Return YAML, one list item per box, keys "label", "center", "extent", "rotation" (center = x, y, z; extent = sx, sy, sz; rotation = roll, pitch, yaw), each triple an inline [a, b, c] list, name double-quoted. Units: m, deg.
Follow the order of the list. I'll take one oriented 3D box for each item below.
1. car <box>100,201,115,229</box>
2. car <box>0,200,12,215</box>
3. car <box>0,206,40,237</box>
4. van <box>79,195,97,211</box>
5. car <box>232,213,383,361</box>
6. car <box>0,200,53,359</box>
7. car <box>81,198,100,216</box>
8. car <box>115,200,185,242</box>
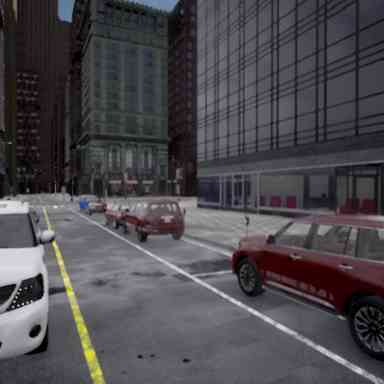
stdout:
- label: "car"
  center: [-4.403, 1.401, 21.453]
  extent: [1.967, 1.590, 4.097]
  rotation: [0, 0, -25]
- label: "car"
  center: [-19.248, 1.499, 33.263]
  extent: [1.947, 1.339, 4.313]
  rotation: [0, 0, -25]
- label: "car"
  center: [-9.764, 1.569, 19.106]
  extent: [1.895, 1.301, 4.718]
  rotation: [0, 0, -25]
- label: "van"
  center: [-11.509, 1.263, 36.837]
  extent: [1.690, 1.788, 3.998]
  rotation: [0, 0, -25]
- label: "car"
  center: [2.703, 1.303, 6.068]
  extent: [2.192, 1.841, 5.009]
  rotation: [0, 0, -25]
- label: "car"
  center: [-3.771, 1.214, 5.895]
  extent: [2.150, 2.045, 5.566]
  rotation: [0, 0, -25]
- label: "car"
  center: [-9.140, 1.518, 31.710]
  extent: [1.802, 1.307, 4.206]
  rotation: [0, 0, -25]
- label: "car"
  center: [-2.035, 1.286, 16.324]
  extent: [2.192, 1.841, 5.009]
  rotation: [0, 0, -25]
